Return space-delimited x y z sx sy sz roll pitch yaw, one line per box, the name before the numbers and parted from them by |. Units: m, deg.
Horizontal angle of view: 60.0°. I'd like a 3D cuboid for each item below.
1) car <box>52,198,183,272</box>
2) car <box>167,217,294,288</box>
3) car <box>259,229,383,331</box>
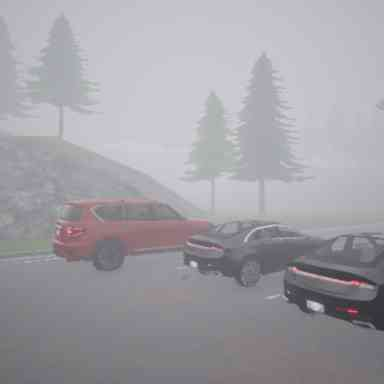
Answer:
car | -1.679 1.267 11.144 5.566 2.045 2.150 0 0 -35
car | 2.017 1.555 9.481 4.902 1.511 2.128 1 0 -35
car | 3.860 1.553 6.496 4.902 1.511 2.128 1 0 -35
